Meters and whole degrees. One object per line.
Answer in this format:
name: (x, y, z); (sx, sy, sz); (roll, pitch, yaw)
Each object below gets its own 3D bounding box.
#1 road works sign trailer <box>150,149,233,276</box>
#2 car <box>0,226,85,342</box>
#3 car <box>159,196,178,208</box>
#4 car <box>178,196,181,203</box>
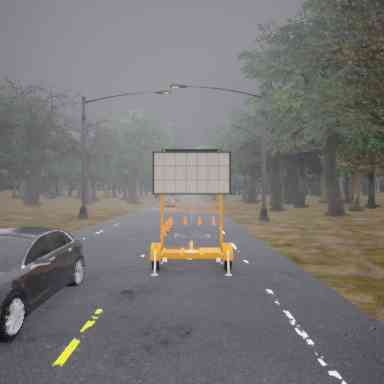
road works sign trailer: (-0.010, 0.476, 10.372); (2.380, 3.560, 2.880); (0, 0, 0)
car: (-3.597, 1.511, 6.546); (1.837, 1.490, 4.892); (0, 0, 0)
car: (-3.568, 1.424, 48.121); (2.097, 1.767, 4.553); (0, 0, 0)
car: (-3.453, 1.690, 75.729); (1.994, 1.385, 4.181); (0, 0, 0)
